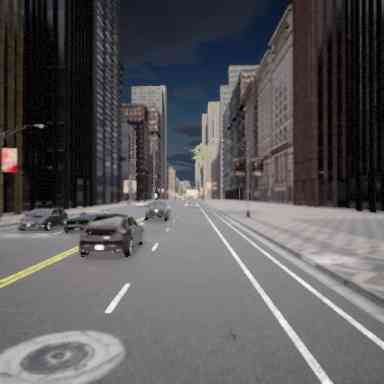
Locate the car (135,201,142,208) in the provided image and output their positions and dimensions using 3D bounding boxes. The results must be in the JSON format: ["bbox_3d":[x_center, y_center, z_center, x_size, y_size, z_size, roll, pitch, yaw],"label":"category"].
[{"bbox_3d":[-9.751,2.362,63.840,1.895,1.301,4.718,0,-1,0],"label":"car"}]

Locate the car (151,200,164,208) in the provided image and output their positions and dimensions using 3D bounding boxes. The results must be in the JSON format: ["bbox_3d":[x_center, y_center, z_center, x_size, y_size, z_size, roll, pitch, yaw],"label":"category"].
[{"bbox_3d":[-6.515,2.224,62.490,1.882,1.535,5.008,0,-1,1],"label":"car"}]

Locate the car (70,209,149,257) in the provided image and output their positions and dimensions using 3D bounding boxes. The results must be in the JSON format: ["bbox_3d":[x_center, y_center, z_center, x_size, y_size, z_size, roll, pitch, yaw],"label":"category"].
[{"bbox_3d":[-3.150,1.664,13.740,1.837,1.490,4.892,0,-1,0],"label":"car"}]

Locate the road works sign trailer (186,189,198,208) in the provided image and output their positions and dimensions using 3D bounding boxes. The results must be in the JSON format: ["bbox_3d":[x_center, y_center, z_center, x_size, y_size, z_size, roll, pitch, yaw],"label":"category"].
[{"bbox_3d":[0.008,1.217,62.952,2.380,3.560,2.880,0,-1,0],"label":"road works sign trailer"}]

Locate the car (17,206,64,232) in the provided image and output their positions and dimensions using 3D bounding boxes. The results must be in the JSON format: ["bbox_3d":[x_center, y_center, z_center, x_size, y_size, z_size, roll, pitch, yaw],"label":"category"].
[{"bbox_3d":[-9.846,1.765,22.412,1.837,1.490,4.892,0,-1,0],"label":"car"}]

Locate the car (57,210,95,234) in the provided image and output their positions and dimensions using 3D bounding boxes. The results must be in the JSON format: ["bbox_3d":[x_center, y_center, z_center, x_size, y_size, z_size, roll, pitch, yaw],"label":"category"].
[{"bbox_3d":[-6.597,1.848,21.300,1.895,1.301,4.718,0,-1,0],"label":"car"}]

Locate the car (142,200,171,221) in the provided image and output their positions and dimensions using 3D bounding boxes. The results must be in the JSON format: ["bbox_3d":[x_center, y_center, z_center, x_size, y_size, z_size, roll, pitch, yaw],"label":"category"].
[{"bbox_3d":[-3.147,1.719,31.479,2.097,1.767,4.553,0,-1,0],"label":"car"}]
